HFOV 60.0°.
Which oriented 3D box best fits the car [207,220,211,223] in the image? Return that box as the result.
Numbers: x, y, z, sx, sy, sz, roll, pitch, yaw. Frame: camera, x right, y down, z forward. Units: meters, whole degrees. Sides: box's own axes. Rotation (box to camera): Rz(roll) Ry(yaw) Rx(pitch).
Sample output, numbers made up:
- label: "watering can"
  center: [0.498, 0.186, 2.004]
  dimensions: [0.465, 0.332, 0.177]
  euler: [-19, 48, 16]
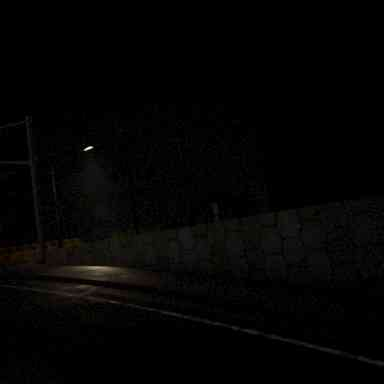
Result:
- label: "car"
  center: [3.612, 4.424, 46.010]
  dimensions: [2.128, 1.511, 4.902]
  euler: [-13, -8, 36]

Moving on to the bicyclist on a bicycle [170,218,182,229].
- label: "bicyclist on a bicycle"
  center: [-1.310, 2.909, 27.266]
  dimensions: [1.656, 1.620, 0.582]
  euler: [-14, -8, 36]
